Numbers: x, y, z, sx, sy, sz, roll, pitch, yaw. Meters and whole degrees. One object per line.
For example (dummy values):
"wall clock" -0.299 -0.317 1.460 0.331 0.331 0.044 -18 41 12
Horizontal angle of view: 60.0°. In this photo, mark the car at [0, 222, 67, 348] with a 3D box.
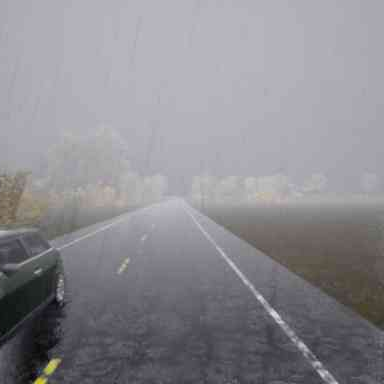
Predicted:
"car" -3.699 1.489 5.346 2.097 1.767 4.553 -1 -1 -3
